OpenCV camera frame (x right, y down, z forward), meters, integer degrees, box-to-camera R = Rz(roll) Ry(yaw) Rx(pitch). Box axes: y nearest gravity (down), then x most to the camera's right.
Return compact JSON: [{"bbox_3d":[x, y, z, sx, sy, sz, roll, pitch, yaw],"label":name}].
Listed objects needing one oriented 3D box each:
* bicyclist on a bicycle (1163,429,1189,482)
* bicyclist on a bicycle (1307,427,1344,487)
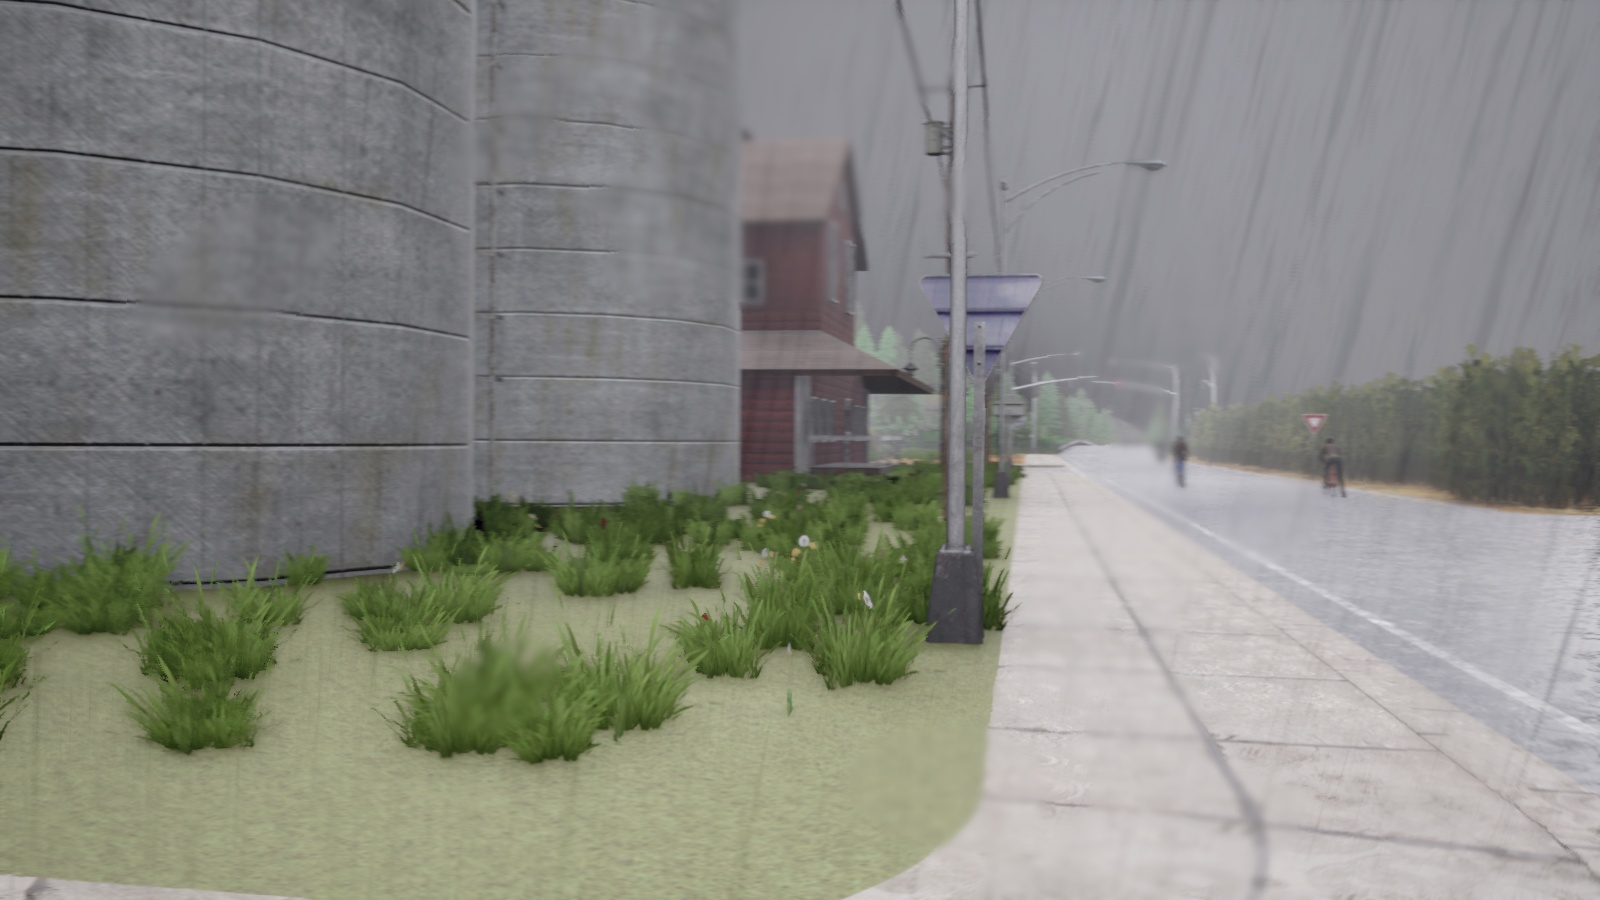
[{"bbox_3d":[11.740,0.160,39.247,0.582,1.620,1.656,-1,1,10],"label":"bicyclist on a bicycle"},{"bbox_3d":[14.492,0.177,34.689,0.582,1.620,1.656,-1,0,10],"label":"bicyclist on a bicycle"}]
